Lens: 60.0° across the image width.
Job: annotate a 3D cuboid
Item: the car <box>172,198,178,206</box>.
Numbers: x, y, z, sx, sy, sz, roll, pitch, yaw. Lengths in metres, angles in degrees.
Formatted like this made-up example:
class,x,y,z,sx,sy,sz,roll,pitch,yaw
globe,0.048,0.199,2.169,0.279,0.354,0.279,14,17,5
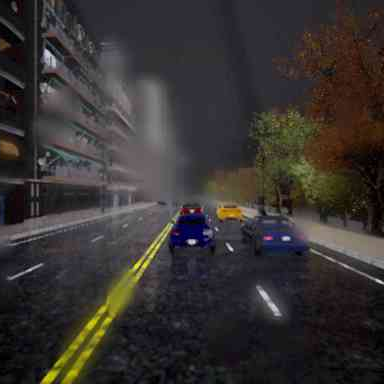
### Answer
class,x,y,z,sx,sy,sz,roll,pitch,yaw
car,-3.246,2.050,71.817,2.097,1.767,4.553,0,-1,0

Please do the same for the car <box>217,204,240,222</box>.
class,x,y,z,sx,sy,sz,roll,pitch,yaw
car,3.259,1.759,29.477,1.882,1.535,5.008,0,0,0

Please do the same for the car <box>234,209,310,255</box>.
class,x,y,z,sx,sy,sz,roll,pitch,yaw
car,3.252,1.680,13.989,2.033,1.411,5.357,0,-1,0

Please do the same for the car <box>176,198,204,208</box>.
class,x,y,z,sx,sy,sz,roll,pitch,yaw
car,0.004,1.627,29.076,2.097,1.767,4.553,0,-1,0

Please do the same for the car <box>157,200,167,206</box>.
class,x,y,z,sx,sy,sz,roll,pitch,yaw
car,-6.496,2.289,71.754,1.895,1.301,4.718,0,-1,0

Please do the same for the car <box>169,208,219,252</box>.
class,x,y,z,sx,sy,sz,roll,pitch,yaw
car,0.008,1.662,14.407,1.812,1.442,4.674,0,0,0
